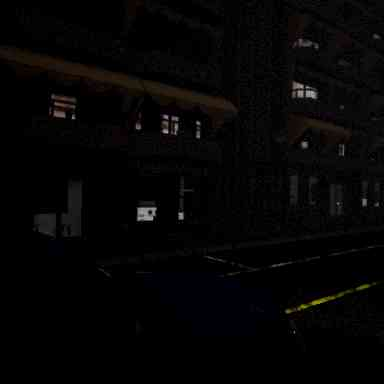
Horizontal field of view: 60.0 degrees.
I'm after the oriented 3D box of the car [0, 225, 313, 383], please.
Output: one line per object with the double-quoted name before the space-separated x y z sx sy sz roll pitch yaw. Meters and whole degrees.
"car" -1.605 1.217 2.135 5.566 2.045 2.150 0 0 -35
